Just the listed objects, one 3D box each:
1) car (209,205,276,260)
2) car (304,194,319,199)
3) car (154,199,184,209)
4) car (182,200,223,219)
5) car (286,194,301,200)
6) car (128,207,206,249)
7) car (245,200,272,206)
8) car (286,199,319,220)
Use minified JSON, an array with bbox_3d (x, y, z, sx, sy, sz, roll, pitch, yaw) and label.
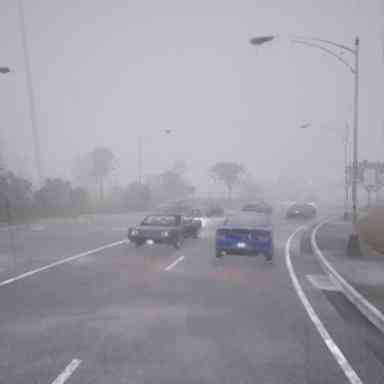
[{"bbox_3d":[2.133,1.496,12.691,1.882,1.535,5.008,0,0,14],"label":"car"},{"bbox_3d":[23.124,1.145,64.227,1.895,1.301,4.718,1,2,33],"label":"car"},{"bbox_3d":[-1.700,1.408,31.218,1.837,1.490,4.892,1,0,28],"label":"car"},{"bbox_3d":[1.223,1.522,29.277,1.994,1.385,4.181,1,0,28],"label":"car"},{"bbox_3d":[20.175,1.071,66.110,1.895,1.301,4.718,1,2,33],"label":"car"},{"bbox_3d":[-0.961,1.581,14.602,1.895,1.301,4.718,1,0,16],"label":"car"},{"bbox_3d":[5.979,1.533,30.155,1.837,1.490,4.892,1,0,29],"label":"car"},{"bbox_3d":[9.914,1.657,29.977,1.994,1.385,4.181,1,0,30],"label":"car"}]
